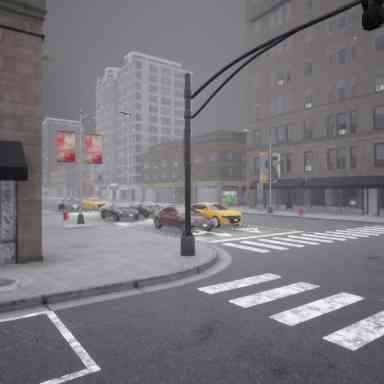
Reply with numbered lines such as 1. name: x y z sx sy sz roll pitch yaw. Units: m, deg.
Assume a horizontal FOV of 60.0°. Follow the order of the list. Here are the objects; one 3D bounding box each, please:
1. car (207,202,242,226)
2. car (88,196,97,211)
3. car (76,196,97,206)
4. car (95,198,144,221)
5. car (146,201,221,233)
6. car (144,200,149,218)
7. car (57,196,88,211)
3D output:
1. car: 1.265 1.451 22.502 1.882 1.535 5.008 0 0 -35
2. car: -11.845 1.418 40.692 1.882 1.535 5.008 0 0 -36
3. car: -17.140 1.420 53.897 1.837 1.490 4.892 0 0 -36
4. car: -5.967 1.492 26.989 1.812 1.442 4.674 0 0 -36
5. car: -0.646 1.505 19.615 1.812 1.442 4.674 0 0 -35
6. car: -4.178 1.485 30.065 1.812 1.442 4.674 0 0 -36
7. car: -14.065 1.437 38.214 2.128 1.511 4.902 0 0 -36
